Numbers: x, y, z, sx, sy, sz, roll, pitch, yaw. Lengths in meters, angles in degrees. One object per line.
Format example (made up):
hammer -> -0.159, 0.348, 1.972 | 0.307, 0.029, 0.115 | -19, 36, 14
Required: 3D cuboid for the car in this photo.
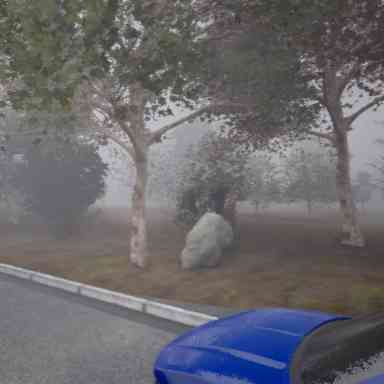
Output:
car -> 1.934, 1.474, 1.999 | 5.008, 1.535, 1.882 | 0, 0, 36
